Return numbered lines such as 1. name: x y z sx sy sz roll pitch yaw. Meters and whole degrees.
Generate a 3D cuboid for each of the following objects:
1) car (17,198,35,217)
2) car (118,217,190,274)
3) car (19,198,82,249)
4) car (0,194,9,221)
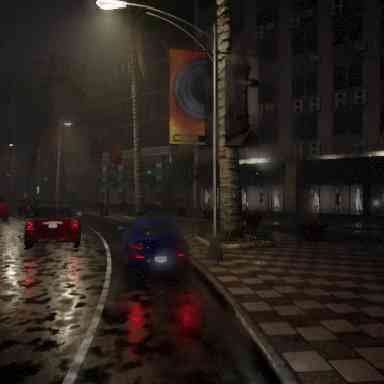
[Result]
1. car: -13.903 1.337 29.197 2.097 1.767 4.553 0 0 -37
2. car: -1.323 1.524 10.585 1.812 1.442 4.674 0 0 -14
3. car: -6.083 1.347 14.915 2.097 1.767 4.553 0 0 -18
4. car: -16.111 1.206 26.502 2.150 2.045 5.566 0 0 -36
